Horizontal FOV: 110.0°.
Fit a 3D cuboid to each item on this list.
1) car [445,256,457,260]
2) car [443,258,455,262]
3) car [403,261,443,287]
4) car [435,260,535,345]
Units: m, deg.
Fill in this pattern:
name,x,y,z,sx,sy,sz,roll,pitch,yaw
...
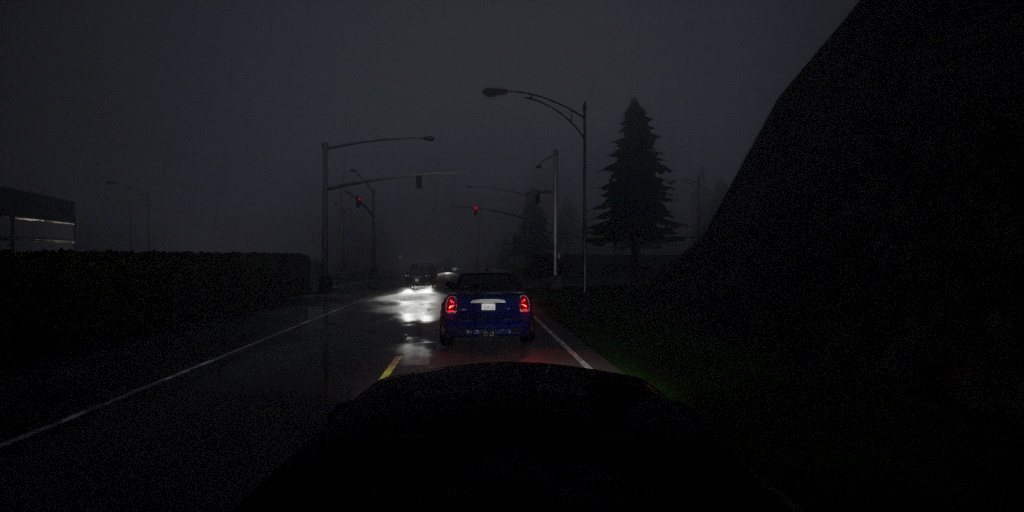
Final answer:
name,x,y,z,sx,sy,sz,roll,pitch,yaw
car,-10.484,0.972,61.045,2.150,2.045,5.566,0,0,-6
car,-8.582,1.314,44.827,1.994,1.385,4.181,0,0,-7
car,-6.195,1.242,24.691,2.128,1.511,4.902,0,0,-7
car,-0.737,1.102,9.753,2.097,1.767,4.553,0,0,-6
